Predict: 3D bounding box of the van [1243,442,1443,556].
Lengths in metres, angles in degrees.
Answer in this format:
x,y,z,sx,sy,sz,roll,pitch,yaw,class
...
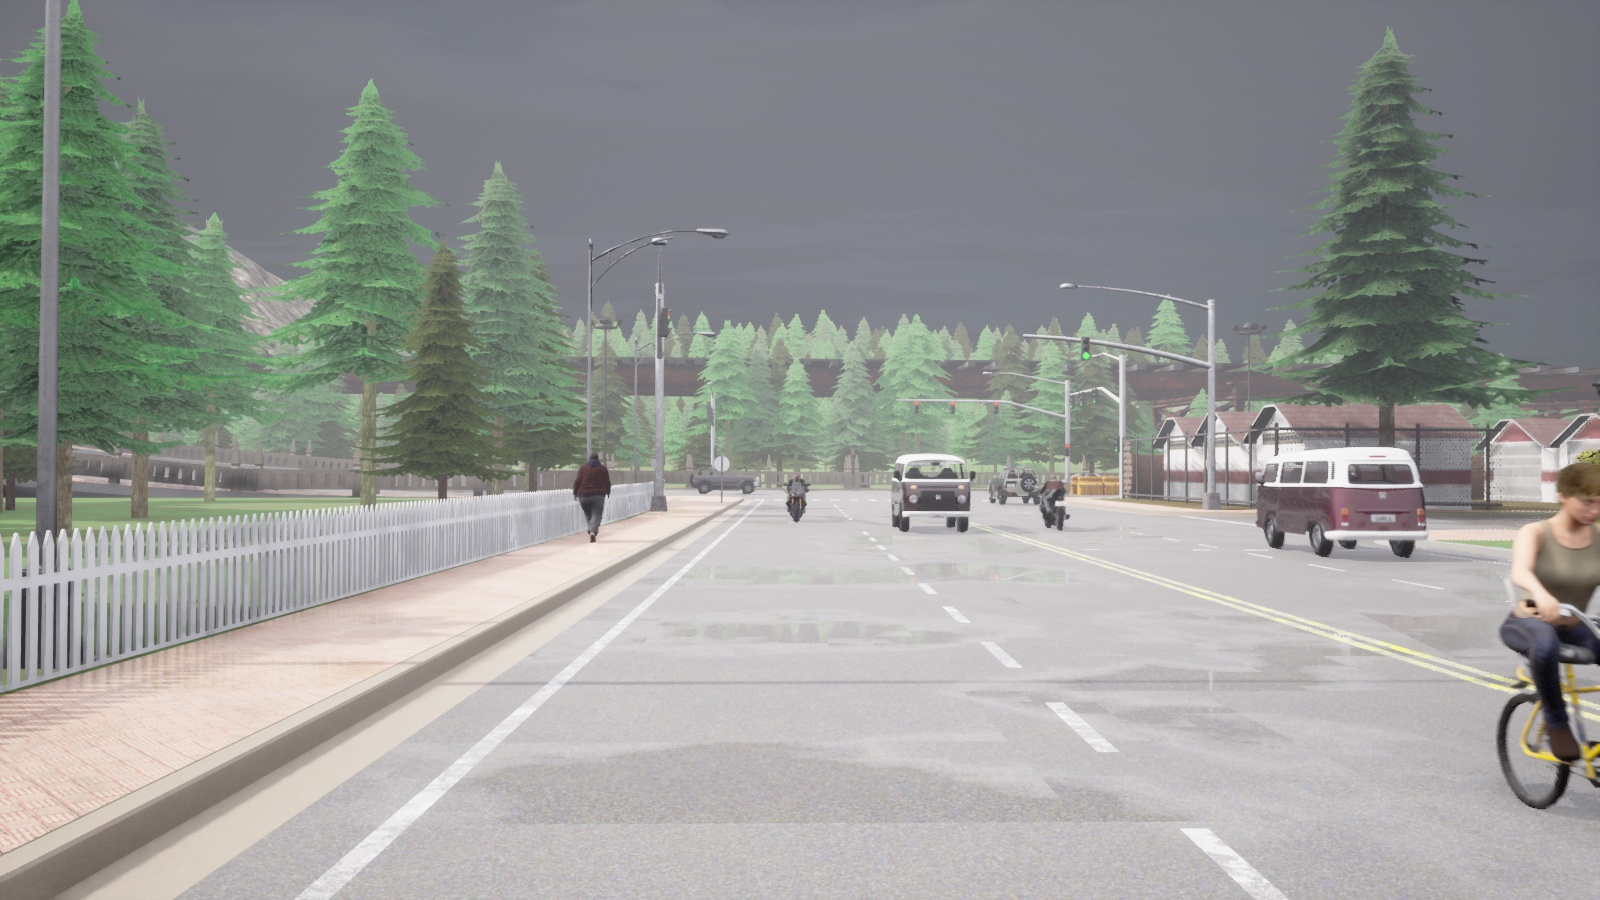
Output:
x,y,z,sx,sy,sz,roll,pitch,yaw,class
10.498,0.909,24.708,2.069,2.038,4.480,0,-1,1,van

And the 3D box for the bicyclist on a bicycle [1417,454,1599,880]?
x,y,z,sx,sy,sz,roll,pitch,yaw,class
3.447,0.827,5.336,0.866,1.612,1.509,0,-1,-1,bicyclist on a bicycle

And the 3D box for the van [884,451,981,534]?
x,y,z,sx,sy,sz,roll,pitch,yaw,class
3.417,1.080,33.173,2.069,2.038,4.480,0,-1,0,van

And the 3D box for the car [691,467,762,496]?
x,y,z,sx,sy,sz,roll,pitch,yaw,class
-4.774,2.030,82.353,4.605,1.855,1.932,0,-1,-2,car

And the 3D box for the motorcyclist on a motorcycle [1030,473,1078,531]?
x,y,z,sx,sy,sz,roll,pitch,yaw,class
6.915,1.396,34.282,0.866,1.530,2.191,0,-1,0,motorcyclist on a motorcycle

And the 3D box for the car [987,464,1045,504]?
x,y,z,sx,sy,sz,roll,pitch,yaw,class
10.351,1.604,60.516,1.932,1.855,4.605,0,-1,0,car

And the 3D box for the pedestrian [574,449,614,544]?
x,y,z,sx,sy,sz,roll,pitch,yaw,class
-4.072,0.906,24.860,0.634,1.844,0.899,0,-1,0,pedestrian

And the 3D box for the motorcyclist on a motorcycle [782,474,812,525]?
x,y,z,sx,sy,sz,roll,pitch,yaw,class
-0.095,1.495,38.503,0.866,1.530,2.191,0,-1,0,motorcyclist on a motorcycle
